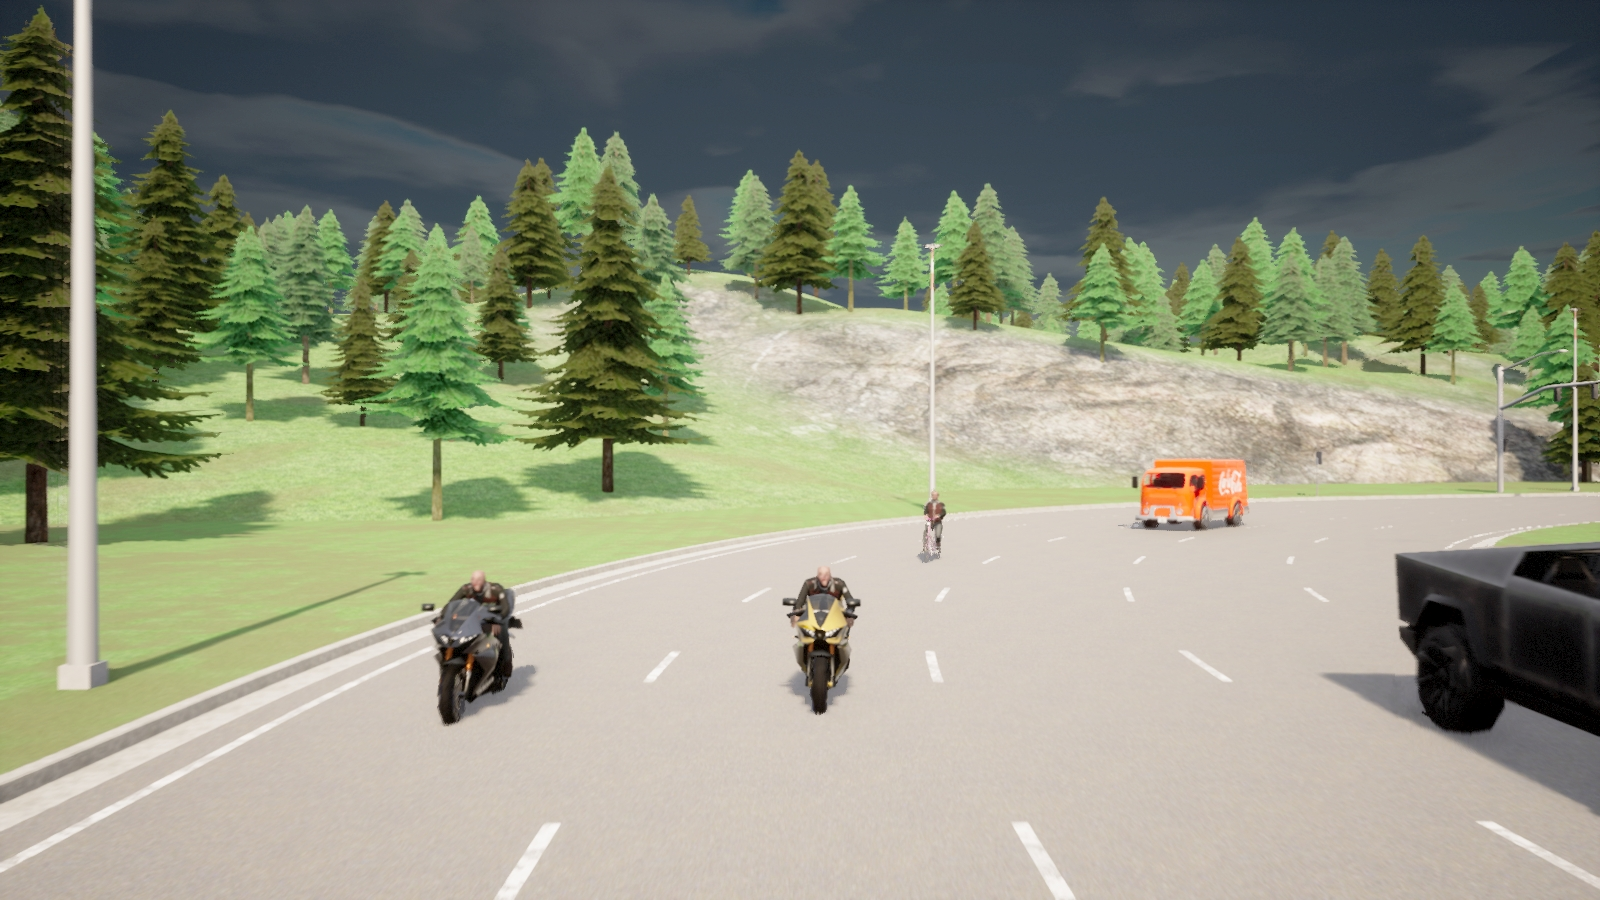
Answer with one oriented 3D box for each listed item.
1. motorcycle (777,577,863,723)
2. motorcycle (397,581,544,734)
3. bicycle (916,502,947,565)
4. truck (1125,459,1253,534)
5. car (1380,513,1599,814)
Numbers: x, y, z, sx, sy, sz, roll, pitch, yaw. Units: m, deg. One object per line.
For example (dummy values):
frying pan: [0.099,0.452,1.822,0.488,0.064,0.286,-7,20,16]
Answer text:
motorcycle: [0.268,2.198,12.987,0.867,1.251,2.209,0,0,4]
motorcycle: [-3.533,2.198,12.503,0.867,1.251,2.209,1,0,2]
bicycle: [3.269,2.043,28.317,0.329,1.471,1.835,1,-2,20]
truck: [13.895,1.549,40.607,2.627,2.467,5.204,0,0,40]
car: [7.379,1.748,9.366,2.390,2.098,6.274,0,0,4]
